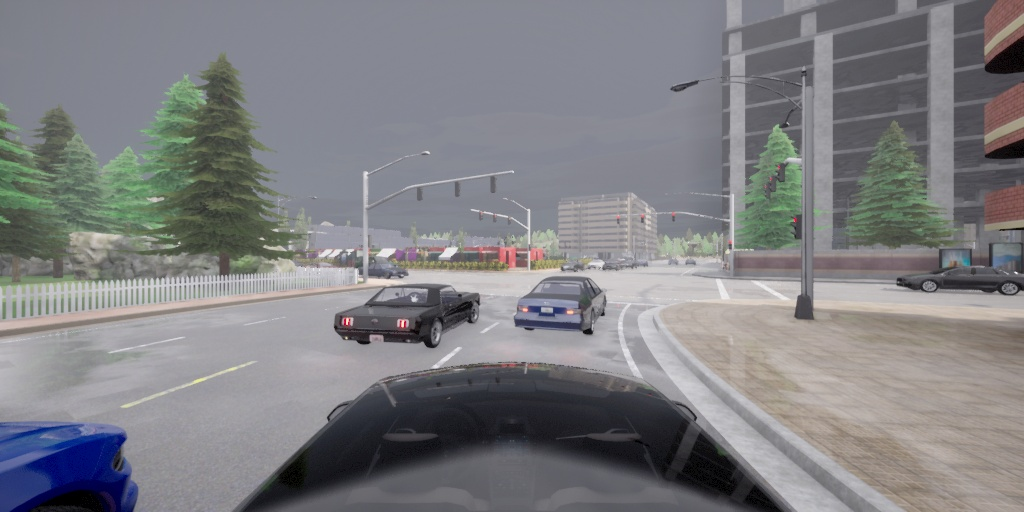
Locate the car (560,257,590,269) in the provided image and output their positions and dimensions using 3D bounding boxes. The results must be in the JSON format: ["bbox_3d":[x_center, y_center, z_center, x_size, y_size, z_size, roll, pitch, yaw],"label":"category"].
[{"bbox_3d":[7.611,1.238,44.781,2.128,1.511,4.902,0,0,30],"label":"car"}]

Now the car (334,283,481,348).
[{"bbox_3d":[-2.261,1.350,9.295,1.895,1.301,4.718,0,0,11],"label":"car"}]

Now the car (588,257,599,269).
[{"bbox_3d":[12.701,1.270,53.700,1.812,1.442,4.674,0,0,30],"label":"car"}]

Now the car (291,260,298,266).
[{"bbox_3d":[-28.368,1.349,42.700,5.357,1.411,2.033,0,0,30],"label":"car"}]

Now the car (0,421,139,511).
[{"bbox_3d":[-3.214,1.228,0.115,1.882,1.535,5.008,0,0,-2],"label":"car"}]

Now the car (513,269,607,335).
[{"bbox_3d":[1.674,1.297,10.653,2.033,1.411,5.357,0,0,20],"label":"car"}]

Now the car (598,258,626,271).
[{"bbox_3d":[13.371,1.310,47.814,1.994,1.385,4.181,0,0,30],"label":"car"}]

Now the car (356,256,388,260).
[{"bbox_3d":[-14.682,1.023,38.808,5.566,2.045,2.150,0,0,30],"label":"car"}]

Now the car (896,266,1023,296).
[{"bbox_3d":[25.032,1.308,20.052,4.892,1.490,1.837,0,0,30],"label":"car"}]

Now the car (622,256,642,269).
[{"bbox_3d":[18.675,1.236,57.075,2.128,1.511,4.902,0,0,30],"label":"car"}]

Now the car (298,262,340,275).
[{"bbox_3d":[-20.076,1.328,37.891,4.674,1.442,1.812,0,0,30],"label":"car"}]

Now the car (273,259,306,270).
[{"bbox_3d":[-33.615,1.292,54.064,4.902,1.511,2.128,0,0,30],"label":"car"}]

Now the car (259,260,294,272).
[{"bbox_3d":[-32.196,1.279,48.983,5.008,1.535,1.882,0,0,30],"label":"car"}]

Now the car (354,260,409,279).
[{"bbox_3d":[-12.040,1.350,33.215,5.357,1.411,2.033,0,0,31],"label":"car"}]
